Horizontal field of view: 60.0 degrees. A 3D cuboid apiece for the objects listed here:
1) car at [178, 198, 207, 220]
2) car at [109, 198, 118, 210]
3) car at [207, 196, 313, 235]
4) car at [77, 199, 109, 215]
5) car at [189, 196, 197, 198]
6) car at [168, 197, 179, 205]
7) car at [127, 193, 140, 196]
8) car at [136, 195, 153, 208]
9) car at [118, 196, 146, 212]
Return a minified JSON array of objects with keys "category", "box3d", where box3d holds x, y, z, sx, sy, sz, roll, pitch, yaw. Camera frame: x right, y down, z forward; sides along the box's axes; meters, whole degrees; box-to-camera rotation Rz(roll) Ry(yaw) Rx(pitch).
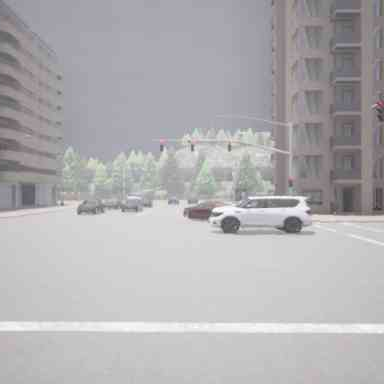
[{"category":"car","box3d":[1.392,1.493,26.416,1.882,1.535,5.008,-2,1,-41]},{"category":"car","box3d":[-10.452,1.551,44.024,1.812,1.442,4.674,0,0,0]},{"category":"car","box3d":[3.791,1.235,18.542,5.566,2.045,2.150,0,0,1]},{"category":"car","box3d":[-10.483,1.525,34.774,1.837,1.490,4.892,0,0,0]},{"category":"car","box3d":[0.178,1.526,60.304,2.128,1.511,4.902,0,0,0]},{"category":"car","box3d":[-3.322,1.560,60.314,1.812,1.442,4.674,0,0,0]},{"category":"car","box3d":[-10.351,1.259,58.522,2.150,2.045,5.566,0,0,1]},{"category":"car","box3d":[-6.914,1.592,48.902,1.994,1.385,4.181,0,0,1]},{"category":"car","box3d":[-6.957,1.527,38.959,1.837,1.490,4.892,0,0,0]}]
